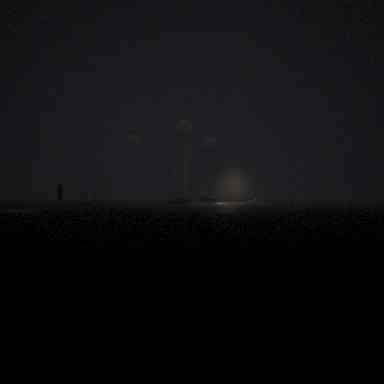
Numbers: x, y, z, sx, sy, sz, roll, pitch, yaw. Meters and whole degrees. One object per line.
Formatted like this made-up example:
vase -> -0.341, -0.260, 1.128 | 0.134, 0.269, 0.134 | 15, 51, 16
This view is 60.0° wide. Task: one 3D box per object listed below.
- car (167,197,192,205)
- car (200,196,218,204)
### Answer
car -> -2.221, 1.573, 60.727 | 2.033, 1.411, 5.357 | 1, 0, 36
car -> 3.473, 1.592, 68.766 | 1.837, 1.490, 4.892 | 1, 0, 36
